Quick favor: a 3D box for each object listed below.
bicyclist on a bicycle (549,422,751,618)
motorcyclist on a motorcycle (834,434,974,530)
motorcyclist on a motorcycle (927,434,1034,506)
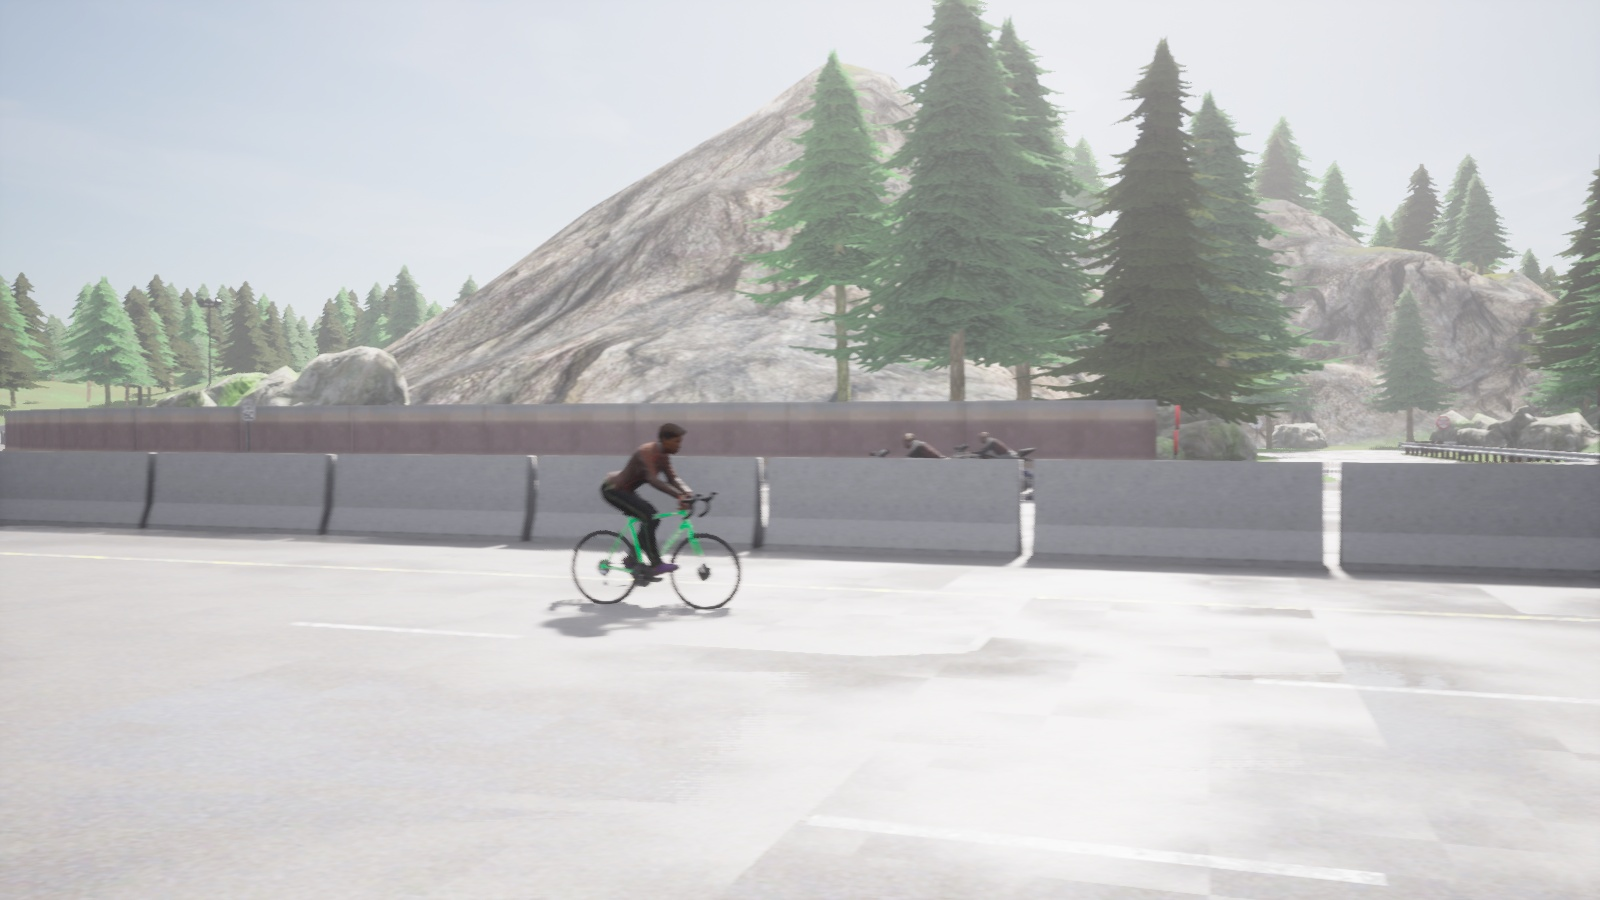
[{"bbox_3d":[-1.314,0.578,11.019,1.656,1.620,0.582,1,1,19],"label":"bicyclist on a bicycle"},{"bbox_3d":[1.751,0.510,21.068,2.191,1.530,0.866,1,1,19],"label":"motorcyclist on a motorcycle"},{"bbox_3d":[3.984,0.412,27.701,2.191,1.530,0.866,1,1,19],"label":"motorcyclist on a motorcycle"}]
